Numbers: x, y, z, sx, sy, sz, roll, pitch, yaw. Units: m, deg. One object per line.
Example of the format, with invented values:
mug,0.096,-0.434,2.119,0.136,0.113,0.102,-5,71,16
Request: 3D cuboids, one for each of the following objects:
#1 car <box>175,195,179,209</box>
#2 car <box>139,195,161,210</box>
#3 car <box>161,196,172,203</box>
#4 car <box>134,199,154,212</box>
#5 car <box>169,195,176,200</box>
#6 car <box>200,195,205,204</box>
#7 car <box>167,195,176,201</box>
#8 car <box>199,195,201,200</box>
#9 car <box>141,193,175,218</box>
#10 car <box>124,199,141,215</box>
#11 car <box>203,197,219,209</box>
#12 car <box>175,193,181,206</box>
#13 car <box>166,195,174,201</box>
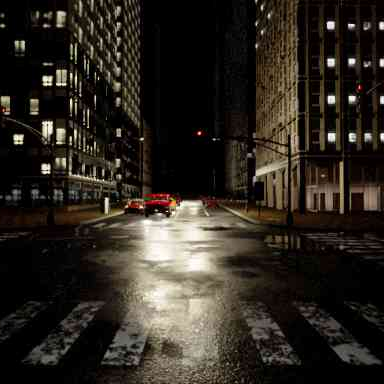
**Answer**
car,-3.035,1.493,41.571,1.882,1.535,5.008,0,0,0
car,-5.604,1.332,44.966,2.192,1.841,5.009,1,0,0
car,-5.566,1.573,72.841,1.887,1.381,4.507,1,0,0
car,-5.617,1.597,39.391,1.802,1.307,4.206,1,0,0
car,-5.533,1.605,95.142,1.947,1.339,4.313,1,0,0
car,2.790,1.547,56.341,1.752,1.417,4.829,1,0,0
car,-5.541,1.587,89.567,2.008,1.369,4.403,1,0,0
car,2.797,1.590,61.748,1.947,1.339,4.313,1,0,0
car,-3.047,1.233,31.144,2.150,2.045,5.566,0,0,0
car,-5.623,1.453,33.815,1.967,1.590,4.097,1,0,0
car,2.771,1.599,45.015,1.802,1.307,4.206,1,0,0
car,-3.002,1.242,53.583,2.150,2.045,5.566,0,0,0
car,-5.549,1.578,83.992,1.887,1.381,4.507,1,0,0
